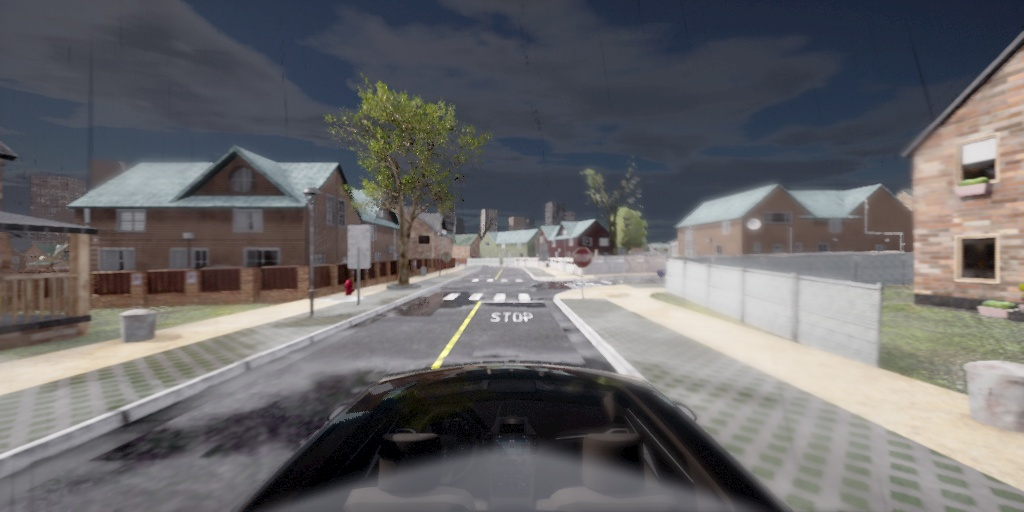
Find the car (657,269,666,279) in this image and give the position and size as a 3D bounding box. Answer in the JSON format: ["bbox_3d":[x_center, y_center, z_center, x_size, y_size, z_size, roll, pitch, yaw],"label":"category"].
[{"bbox_3d":[11.700,1.028,22.280,4.718,1.301,1.895,-1,0,-2],"label":"car"}]
